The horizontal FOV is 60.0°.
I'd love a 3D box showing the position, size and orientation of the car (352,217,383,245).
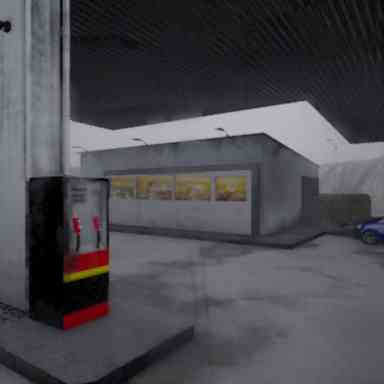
[{"bbox_3d":[9.349,1.473,14.063,4.611,1.667,2.242,0,0,35],"label":"car"}]
